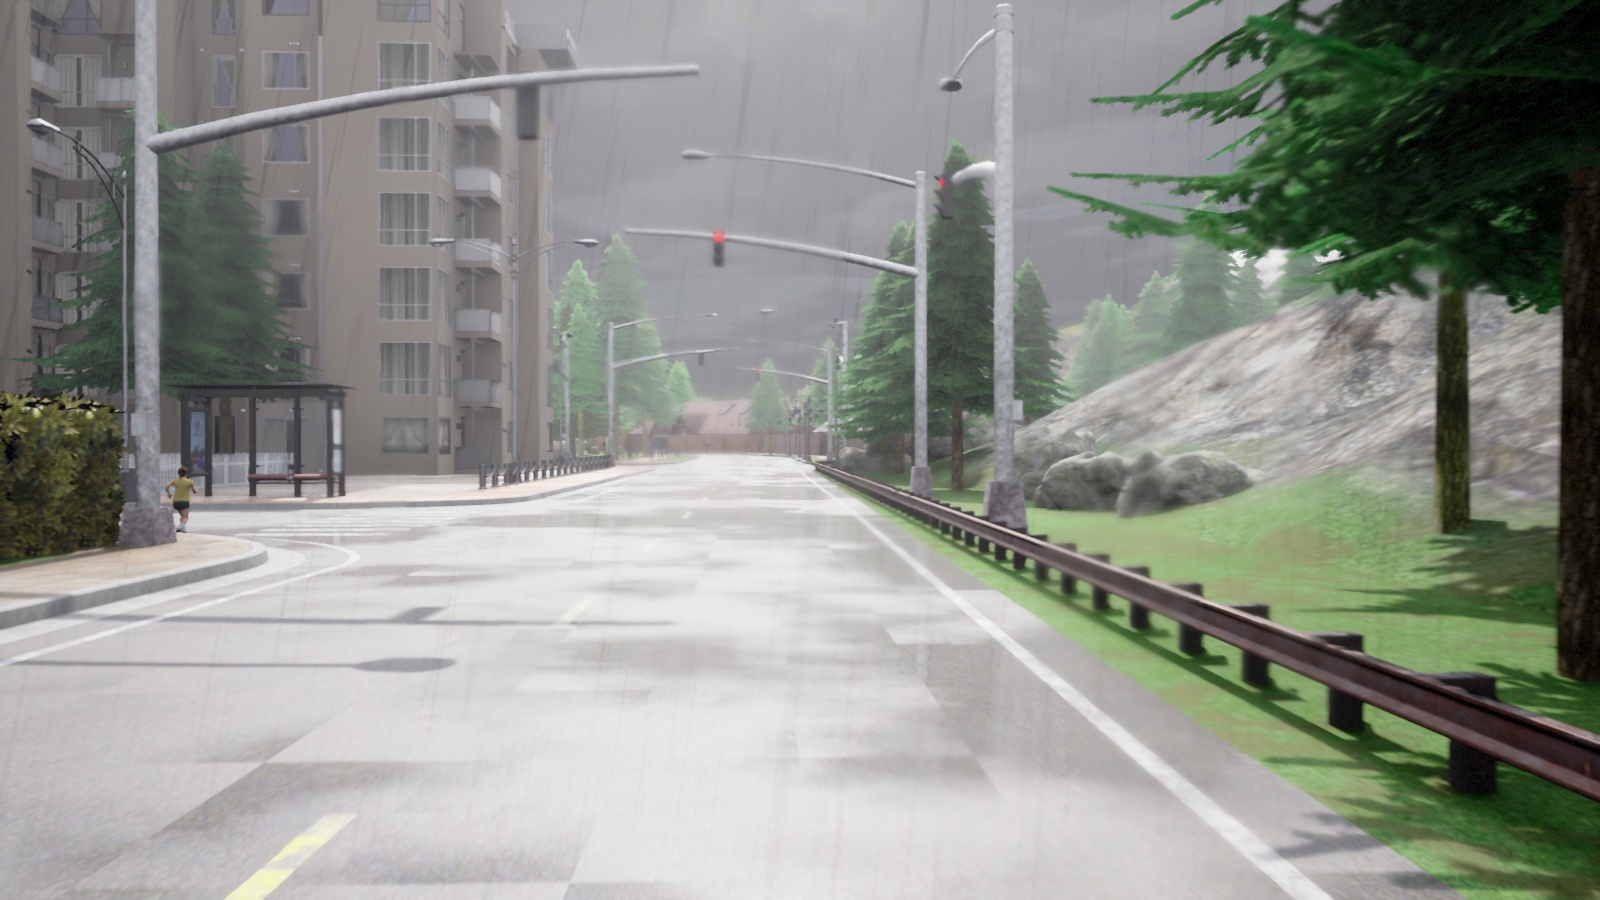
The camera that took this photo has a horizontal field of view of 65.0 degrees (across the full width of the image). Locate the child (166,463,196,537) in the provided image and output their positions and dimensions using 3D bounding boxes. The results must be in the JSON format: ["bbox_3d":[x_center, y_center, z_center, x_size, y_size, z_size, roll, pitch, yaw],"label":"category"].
[{"bbox_3d":[-9.409,0.753,19.104,0.255,1.110,0.394,0,0,1],"label":"child"}]
